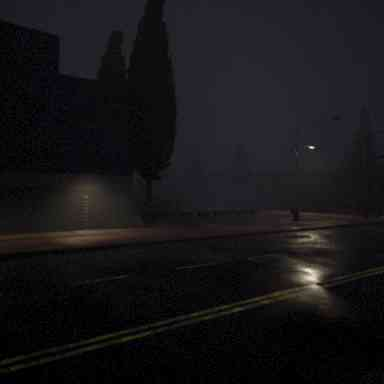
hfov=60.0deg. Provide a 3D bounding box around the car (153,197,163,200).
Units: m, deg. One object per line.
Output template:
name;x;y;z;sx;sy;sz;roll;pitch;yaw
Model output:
car;-6.722;1.697;64.073;4.553;1.767;2.097;1;0;20
